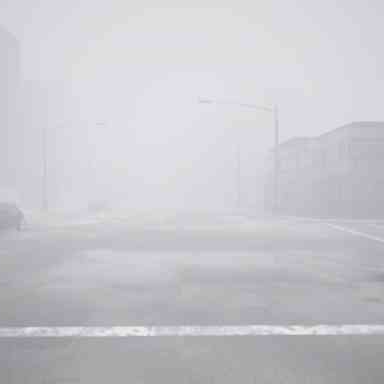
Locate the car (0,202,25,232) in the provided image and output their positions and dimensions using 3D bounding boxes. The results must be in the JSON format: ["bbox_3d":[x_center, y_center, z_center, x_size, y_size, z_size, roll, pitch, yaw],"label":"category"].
[{"bbox_3d":[-10.902,1.381,17.852,2.097,1.767,4.553,0,0,-2],"label":"car"}]

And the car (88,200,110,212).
[{"bbox_3d":[-11.892,1.808,42.732,1.882,1.535,5.008,0,-1,-2],"label":"car"}]
